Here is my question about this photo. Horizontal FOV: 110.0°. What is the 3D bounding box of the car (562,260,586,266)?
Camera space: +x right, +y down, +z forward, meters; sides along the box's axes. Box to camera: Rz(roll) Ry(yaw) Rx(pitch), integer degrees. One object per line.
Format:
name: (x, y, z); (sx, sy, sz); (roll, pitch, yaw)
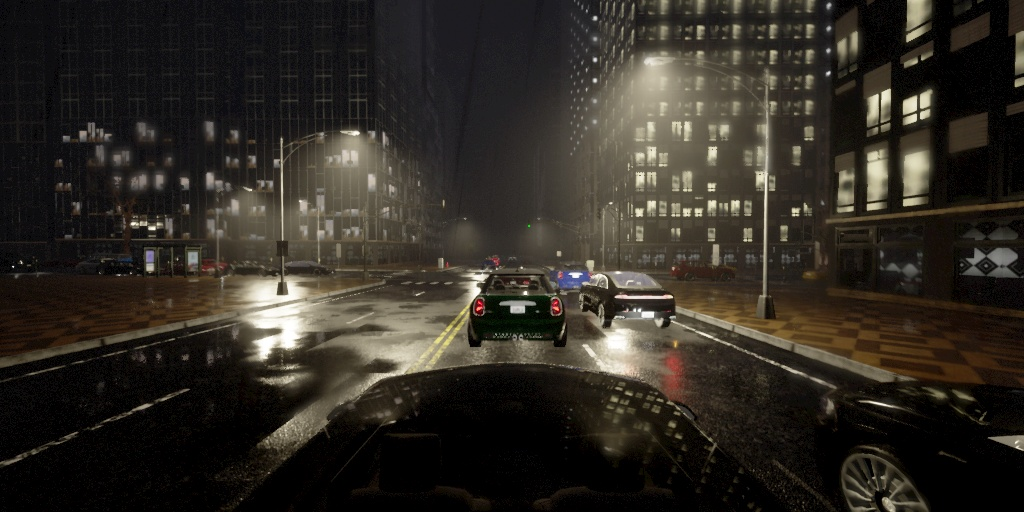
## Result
car: (3.379, 1.091, 21.134); (2.097, 1.767, 4.553); (0, 0, 0)

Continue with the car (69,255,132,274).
car: (-38.922, 0.942, 34.411); (4.674, 1.442, 1.812); (1, 1, 2)

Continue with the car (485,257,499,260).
car: (-3.277, 1.241, 50.801); (1.812, 1.442, 4.674); (0, 0, 0)

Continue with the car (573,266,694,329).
car: (3.364, 1.237, 11.297); (2.128, 1.511, 4.902); (0, 0, 0)

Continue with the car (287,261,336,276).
car: (-19.661, 1.139, 33.972); (5.357, 1.411, 2.033); (0, 1, 0)

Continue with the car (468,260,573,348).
car: (0.111, 1.098, 9.390); (2.097, 1.767, 4.553); (0, 0, 0)

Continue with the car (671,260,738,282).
car: (16.235, 1.269, 30.763); (5.009, 1.841, 2.192); (0, 0, 1)

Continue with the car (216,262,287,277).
car: (-22.690, 1.173, 31.345); (4.313, 1.339, 1.948); (0, 0, 1)

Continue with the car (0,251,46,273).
car: (-49.577, 0.539, 34.684); (5.566, 2.045, 2.150); (1, 1, -1)

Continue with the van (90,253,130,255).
van: (-45.233, 0.605, 40.344); (3.998, 1.789, 1.690); (0, 0, 1)

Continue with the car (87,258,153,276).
car: (-34.054, 1.069, 31.668); (4.313, 1.339, 1.948); (0, 0, 1)

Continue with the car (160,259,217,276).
car: (-28.373, 1.138, 31.487); (4.207, 1.307, 1.802); (0, 0, 1)

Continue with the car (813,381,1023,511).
car: (3.344, 1.242, 0.881); (2.128, 1.511, 4.902); (0, 0, 0)

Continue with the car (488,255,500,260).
car: (-3.245, 0.925, 61.025); (2.150, 2.045, 5.566); (0, 0, 0)

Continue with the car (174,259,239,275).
car: (-29.068, 1.031, 34.191); (4.674, 1.442, 1.812); (1, 1, 1)

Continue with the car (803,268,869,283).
car: (27.683, 1.579, 30.550); (4.829, 1.417, 1.751); (0, 0, 1)
